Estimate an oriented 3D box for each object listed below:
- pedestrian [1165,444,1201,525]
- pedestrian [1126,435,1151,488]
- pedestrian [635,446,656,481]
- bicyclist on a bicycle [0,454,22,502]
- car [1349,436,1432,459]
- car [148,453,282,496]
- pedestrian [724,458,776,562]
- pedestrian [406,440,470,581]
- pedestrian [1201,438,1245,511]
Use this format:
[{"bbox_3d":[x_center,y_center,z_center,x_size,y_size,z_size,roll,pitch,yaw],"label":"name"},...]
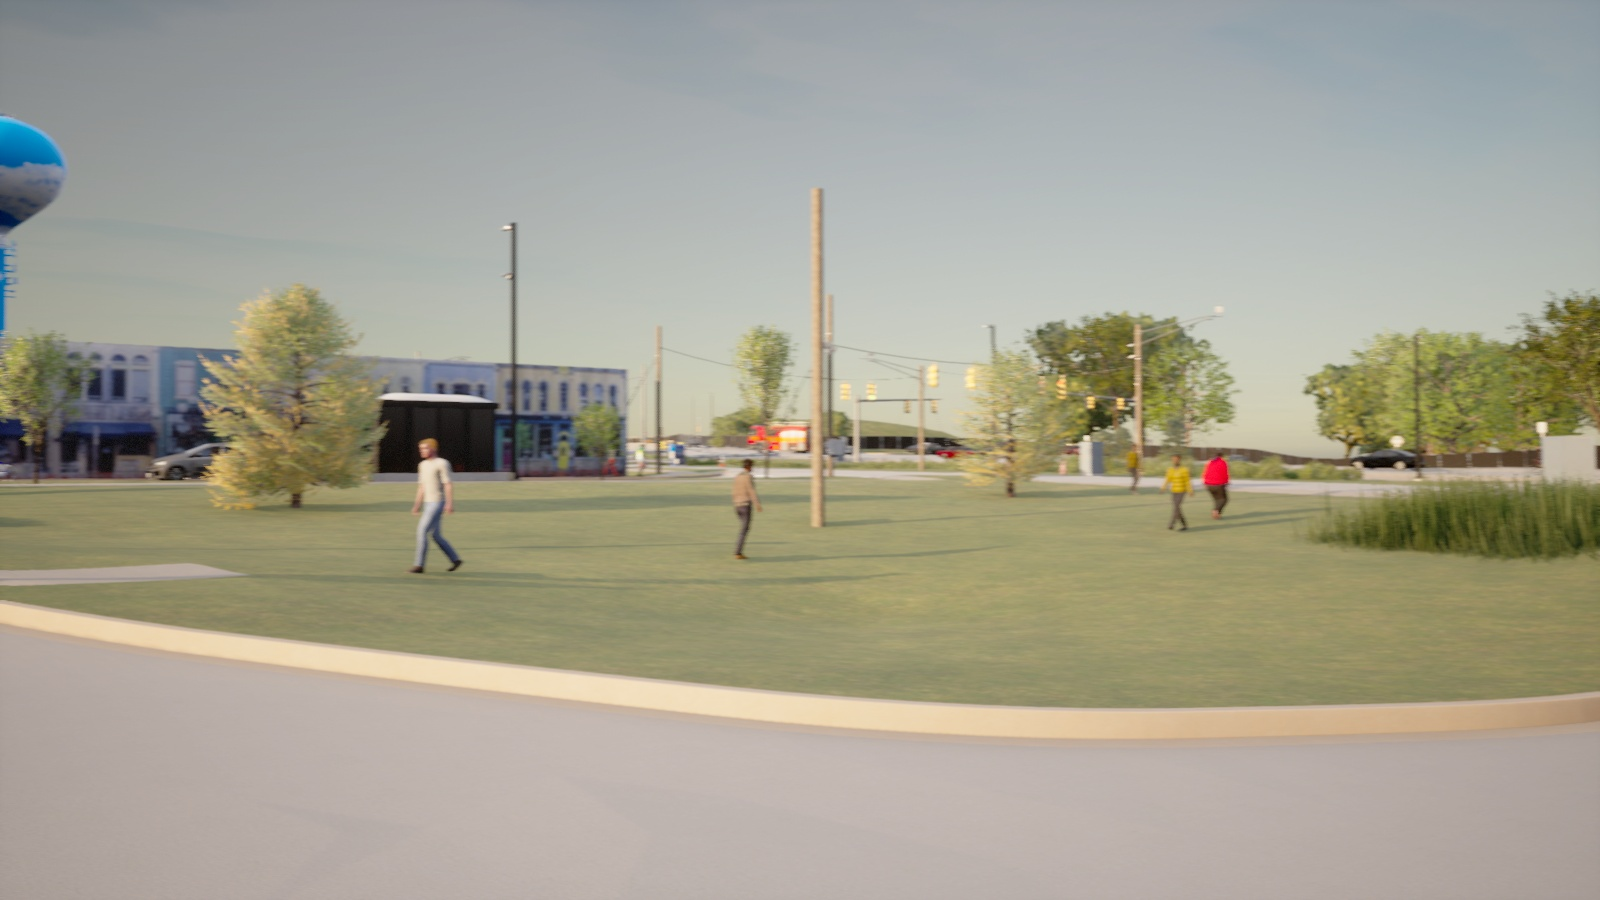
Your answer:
[{"bbox_3d":[8.856,0.784,29.038,0.709,1.840,0.431,-1,-1,-39],"label":"pedestrian"},{"bbox_3d":[12.025,0.409,44.631,0.431,1.840,0.709,-1,-1,-32],"label":"pedestrian"},{"bbox_3d":[-8.651,0.762,70.326,0.873,1.952,0.659,-1,-1,-40],"label":"pedestrian"},{"bbox_3d":[-30.118,1.047,46.823,1.843,1.776,0.659,0,-1,-37],"label":"bicyclist on a bicycle"},{"bbox_3d":[41.670,-0.161,88.692,1.882,1.535,5.008,-1,0,-37],"label":"car"},{"bbox_3d":[-23.927,0.986,51.434,4.611,1.667,2.242,0,-1,-36],"label":"car"},{"bbox_3d":[-0.890,1.055,22.442,0.869,1.805,0.328,-1,-1,-41],"label":"pedestrian"},{"bbox_3d":[-4.819,0.795,16.726,0.354,1.836,0.706,-2,-1,44],"label":"pedestrian"},{"bbox_3d":[10.841,0.624,32.184,0.899,1.844,0.634,-1,-1,-37],"label":"pedestrian"}]
